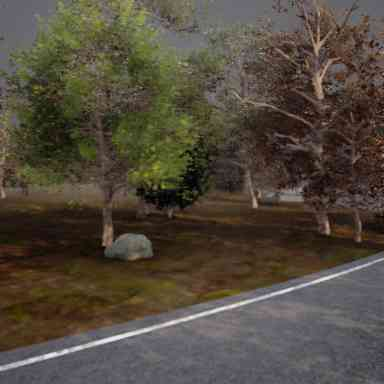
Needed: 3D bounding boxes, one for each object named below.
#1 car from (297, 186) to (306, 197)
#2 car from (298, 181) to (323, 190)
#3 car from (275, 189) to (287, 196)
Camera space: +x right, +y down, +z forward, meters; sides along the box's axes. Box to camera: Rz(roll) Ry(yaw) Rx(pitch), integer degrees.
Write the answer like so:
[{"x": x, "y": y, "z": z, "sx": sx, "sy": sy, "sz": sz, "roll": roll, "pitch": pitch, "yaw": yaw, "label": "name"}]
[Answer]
[{"x": 17.802, "y": -0.102, "z": 52.670, "sx": 1.812, "sy": 1.442, "sz": 4.674, "roll": -4, "pitch": 2, "yaw": 4, "label": "car"}, {"x": 25.136, "y": -1.360, "z": 70.573, "sx": 5.357, "sy": 1.411, "sz": 2.033, "roll": -6, "pitch": 3, "yaw": -33, "label": "car"}, {"x": 15.145, "y": -0.123, "z": 57.075, "sx": 1.812, "sy": 1.442, "sz": 4.674, "roll": -3, "pitch": 3, "yaw": 14, "label": "car"}]
